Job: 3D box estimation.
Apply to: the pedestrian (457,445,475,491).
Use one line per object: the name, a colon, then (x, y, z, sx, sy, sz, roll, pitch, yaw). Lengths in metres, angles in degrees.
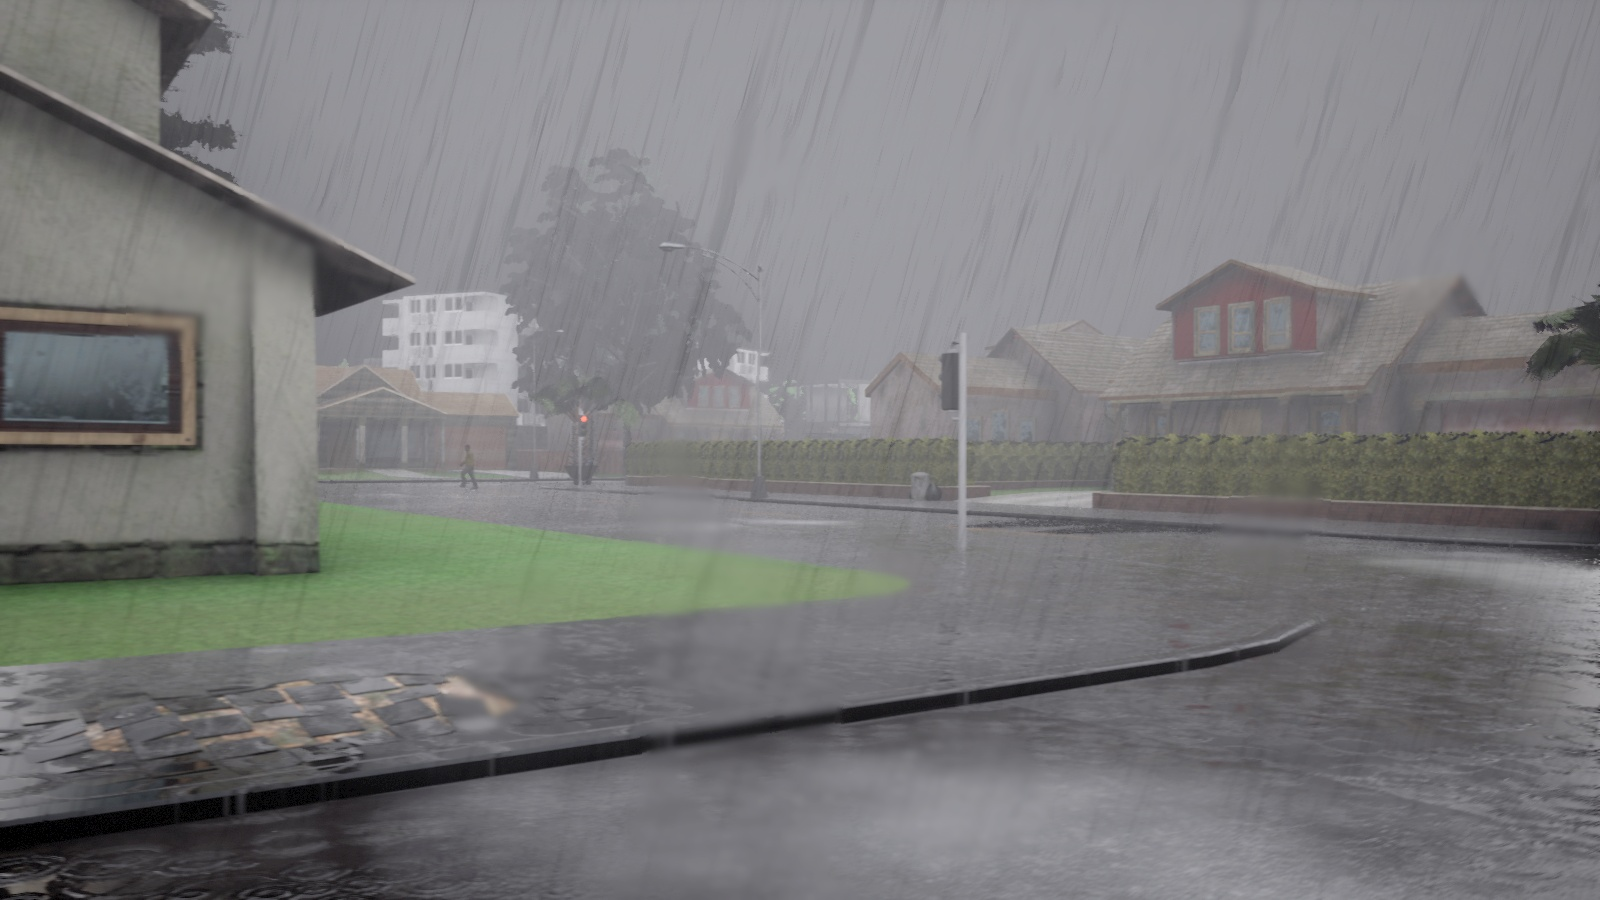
pedestrian: (-13.497, 0.725, 50.758, 0.709, 1.840, 0.431, 0, 0, -14)
